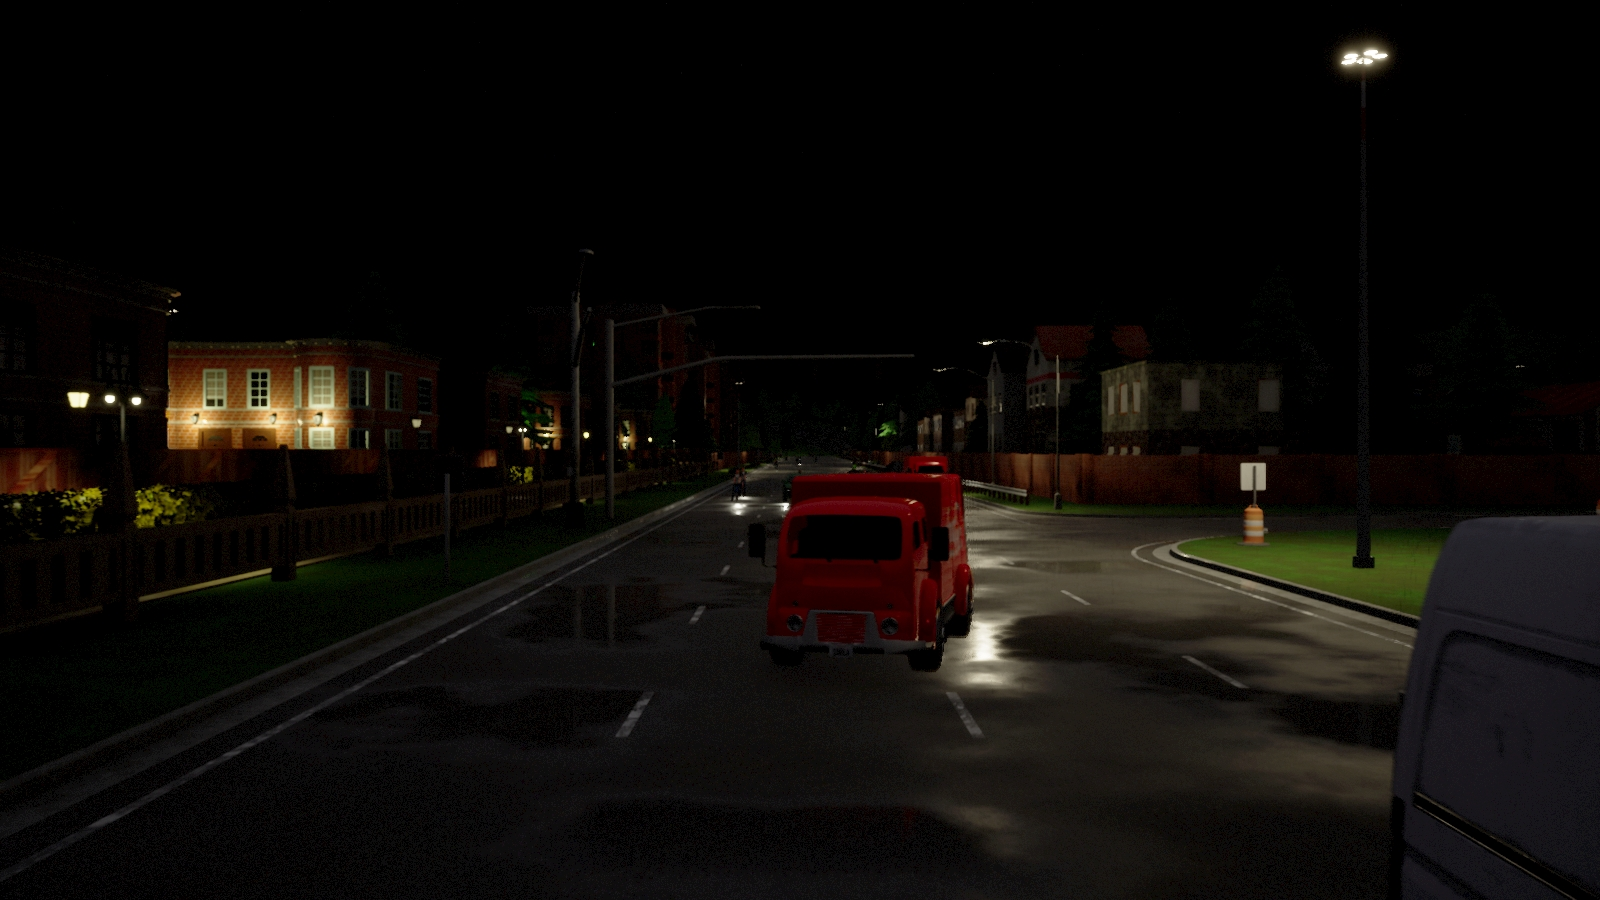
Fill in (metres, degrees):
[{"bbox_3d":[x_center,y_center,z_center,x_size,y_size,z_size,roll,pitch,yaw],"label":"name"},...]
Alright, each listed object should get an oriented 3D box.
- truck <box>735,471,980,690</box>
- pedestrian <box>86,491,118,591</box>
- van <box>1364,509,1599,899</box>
[{"bbox_3d":[1.051,1.576,16.190,2.627,2.467,5.204,0,0,13],"label":"truck"},{"bbox_3d":[-13.179,1.711,21.567,0.375,1.860,0.375,0,0,0],"label":"pedestrian"},{"bbox_3d":[3.504,1.536,2.127,1.988,2.561,5.915,0,0,0],"label":"van"}]
